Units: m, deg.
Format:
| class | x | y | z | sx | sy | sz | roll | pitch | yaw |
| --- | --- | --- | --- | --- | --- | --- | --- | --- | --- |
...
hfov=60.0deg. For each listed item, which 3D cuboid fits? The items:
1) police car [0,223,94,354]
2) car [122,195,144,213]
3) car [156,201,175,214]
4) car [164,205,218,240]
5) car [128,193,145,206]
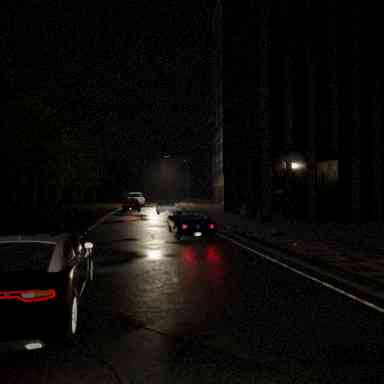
| class | x | y | z | sx | sy | sz | roll | pitch | yaw |
| --- | --- | --- | --- | --- | --- | --- | --- | --- | --- |
| police car | -3.041 | 1.424 | 6.451 | 1.930 | 1.638 | 5.238 | 0 | 0 | -12 |
| car | -6.478 | 1.420 | 35.931 | 1.837 | 1.490 | 4.892 | 0 | 0 | -6 |
| car | -2.684 | 1.522 | 33.951 | 1.895 | 1.301 | 4.718 | 0 | 0 | -7 |
| car | -0.132 | 1.582 | 17.062 | 1.895 | 1.301 | 4.718 | 0 | 0 | -10 |
| car | -7.789 | 1.100 | 46.302 | 2.150 | 2.045 | 5.566 | 0 | 0 | -4 |
